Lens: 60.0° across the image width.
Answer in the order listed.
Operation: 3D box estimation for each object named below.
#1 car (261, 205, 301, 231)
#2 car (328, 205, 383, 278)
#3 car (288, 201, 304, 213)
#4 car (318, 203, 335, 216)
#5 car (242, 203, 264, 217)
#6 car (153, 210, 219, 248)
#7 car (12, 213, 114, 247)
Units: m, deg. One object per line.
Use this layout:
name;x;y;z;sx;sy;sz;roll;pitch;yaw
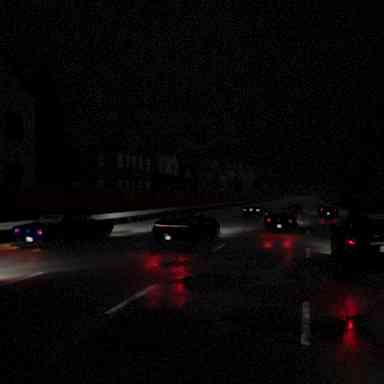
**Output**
car;6.008;1.757;22.059;1.895;1.301;4.718;0;0;20
car;5.504;1.443;10.186;2.097;1.767;4.553;0;0;20
car;13.084;1.836;42.031;1.812;1.442;4.674;0;0;20
car;14.634;1.891;35.925;1.895;1.301;4.718;0;0;20
car;6.399;1.765;33.641;2.033;1.411;5.357;0;0;20
car;-0.107;1.569;15.294;2.128;1.511;4.902;0;0;20
car;-5.684;1.637;15.465;1.895;1.301;4.718;0;0;23
